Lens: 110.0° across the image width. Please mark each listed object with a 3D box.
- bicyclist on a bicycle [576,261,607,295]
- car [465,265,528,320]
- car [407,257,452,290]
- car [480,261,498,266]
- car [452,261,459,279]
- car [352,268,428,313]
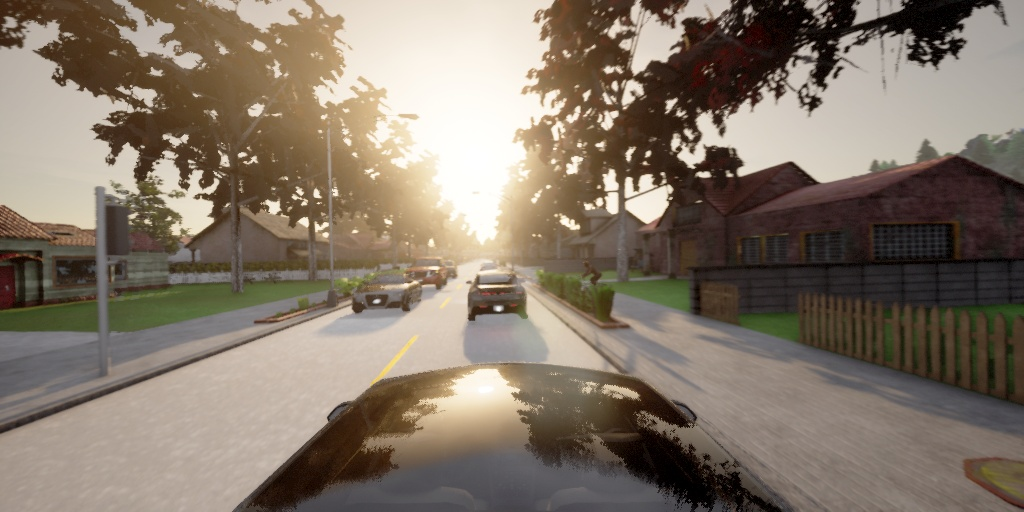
[{"bbox_3d":[3.150,1.007,14.480,1.656,1.620,0.582,-1,0,-4],"label":"bicyclist on a bicycle"},{"bbox_3d":[-0.562,1.253,12.693,1.837,1.490,4.892,-1,0,-4],"label":"car"},{"bbox_3d":[-5.576,1.071,23.892,2.150,2.045,5.566,-1,0,-4],"label":"car"},{"bbox_3d":[-2.526,1.283,39.556,1.812,1.442,4.674,-1,0,-4],"label":"car"},{"bbox_3d":[-6.269,1.204,33.944,2.097,1.767,4.553,-1,0,-4],"label":"car"},{"bbox_3d":[-4.910,1.411,14.620,1.994,1.385,4.181,-1,0,-4],"label":"car"}]
